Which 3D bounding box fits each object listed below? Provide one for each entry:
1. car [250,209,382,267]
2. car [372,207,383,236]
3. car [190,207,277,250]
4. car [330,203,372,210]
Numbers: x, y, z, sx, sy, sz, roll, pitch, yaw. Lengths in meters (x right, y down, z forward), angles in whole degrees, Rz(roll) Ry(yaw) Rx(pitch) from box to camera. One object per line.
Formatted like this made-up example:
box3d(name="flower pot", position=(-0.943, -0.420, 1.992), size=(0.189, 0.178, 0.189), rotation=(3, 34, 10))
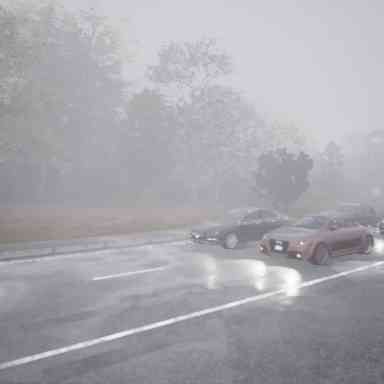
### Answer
box3d(name="car", position=(4.273, 1.485, 11.252), size=(4.181, 1.385, 1.994), rotation=(-1, 1, -35))
box3d(name="car", position=(10.824, 1.334, 15.920), size=(4.674, 1.442, 1.812), rotation=(-1, 1, -35))
box3d(name="car", position=(2.180, 1.427, 14.061), size=(4.892, 1.490, 1.837), rotation=(0, 0, -35))
box3d(name="car", position=(8.943, 1.351, 18.874), size=(5.357, 1.411, 2.033), rotation=(-1, 1, -35))
